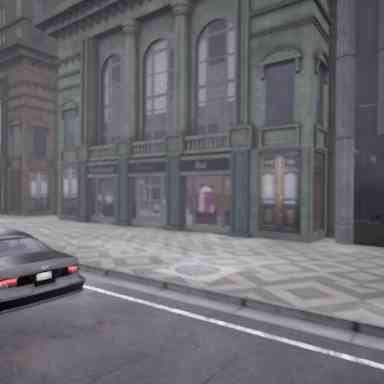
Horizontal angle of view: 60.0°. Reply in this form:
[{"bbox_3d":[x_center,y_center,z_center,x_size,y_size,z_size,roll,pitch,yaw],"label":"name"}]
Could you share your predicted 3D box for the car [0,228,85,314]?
[{"bbox_3d":[-4.638,1.512,7.295,5.357,1.411,2.033,0,0,36],"label":"car"}]
